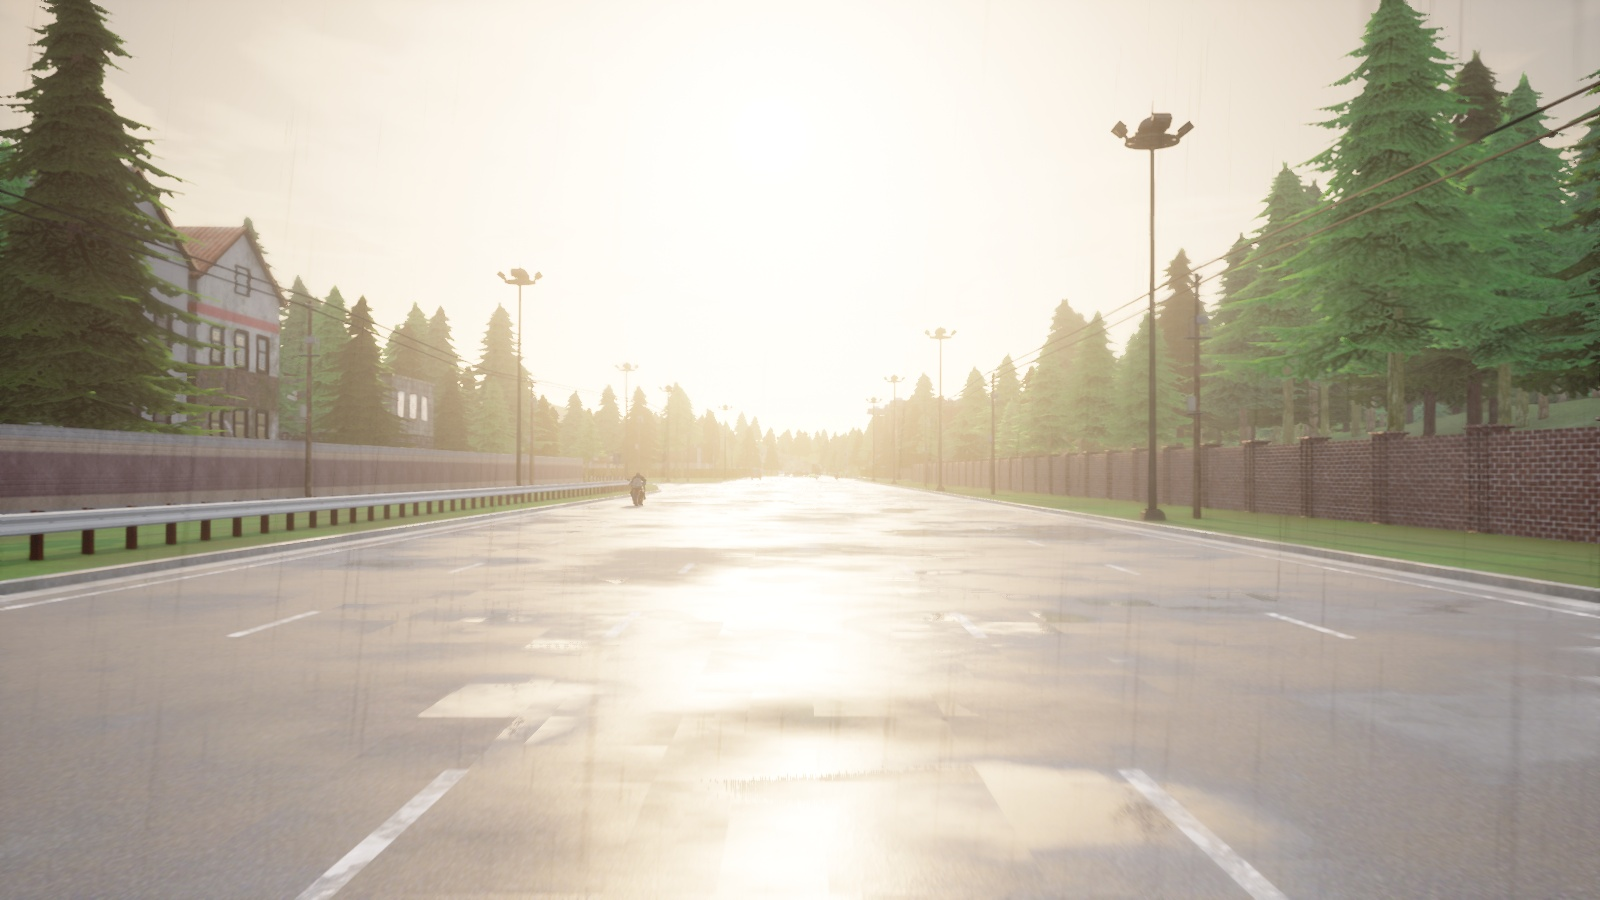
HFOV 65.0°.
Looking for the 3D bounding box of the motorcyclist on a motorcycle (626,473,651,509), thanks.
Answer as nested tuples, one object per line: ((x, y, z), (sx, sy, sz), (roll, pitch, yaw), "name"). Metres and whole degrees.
((-7.133, 1.808, 55.539), (0.866, 1.530, 2.191), (0, -1, 0), "motorcyclist on a motorcycle")
